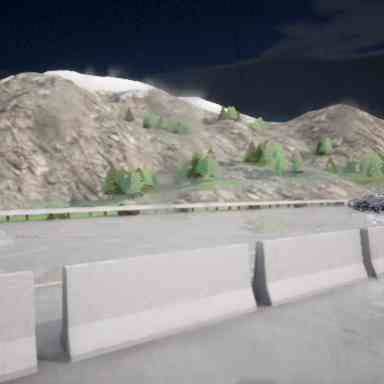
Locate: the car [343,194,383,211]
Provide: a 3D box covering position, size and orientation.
[{"bbox_3d":[18.090,0.985,33.854,4.902,1.511,2.128,-1,1,-24],"label":"car"}]

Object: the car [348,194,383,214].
[{"bbox_3d":[16.841,1.098,29.492,5.357,1.411,2.033,-1,1,-25],"label":"car"}]
